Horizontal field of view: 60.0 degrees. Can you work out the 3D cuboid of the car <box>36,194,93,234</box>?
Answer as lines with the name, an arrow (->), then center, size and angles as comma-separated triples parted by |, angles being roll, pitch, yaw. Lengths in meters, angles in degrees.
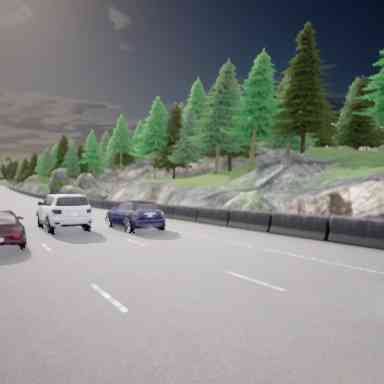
car -> -7.406, 1.137, 19.080 | 2.150, 2.045, 5.566 | 0, 0, -33

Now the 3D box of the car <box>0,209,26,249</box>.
car -> -7.851, 1.460, 13.343 | 1.812, 1.442, 4.674 | 0, 0, -33

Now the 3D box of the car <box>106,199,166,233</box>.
car -> -3.367, 1.275, 19.289 | 2.097, 1.767, 4.553 | 0, 0, -33
